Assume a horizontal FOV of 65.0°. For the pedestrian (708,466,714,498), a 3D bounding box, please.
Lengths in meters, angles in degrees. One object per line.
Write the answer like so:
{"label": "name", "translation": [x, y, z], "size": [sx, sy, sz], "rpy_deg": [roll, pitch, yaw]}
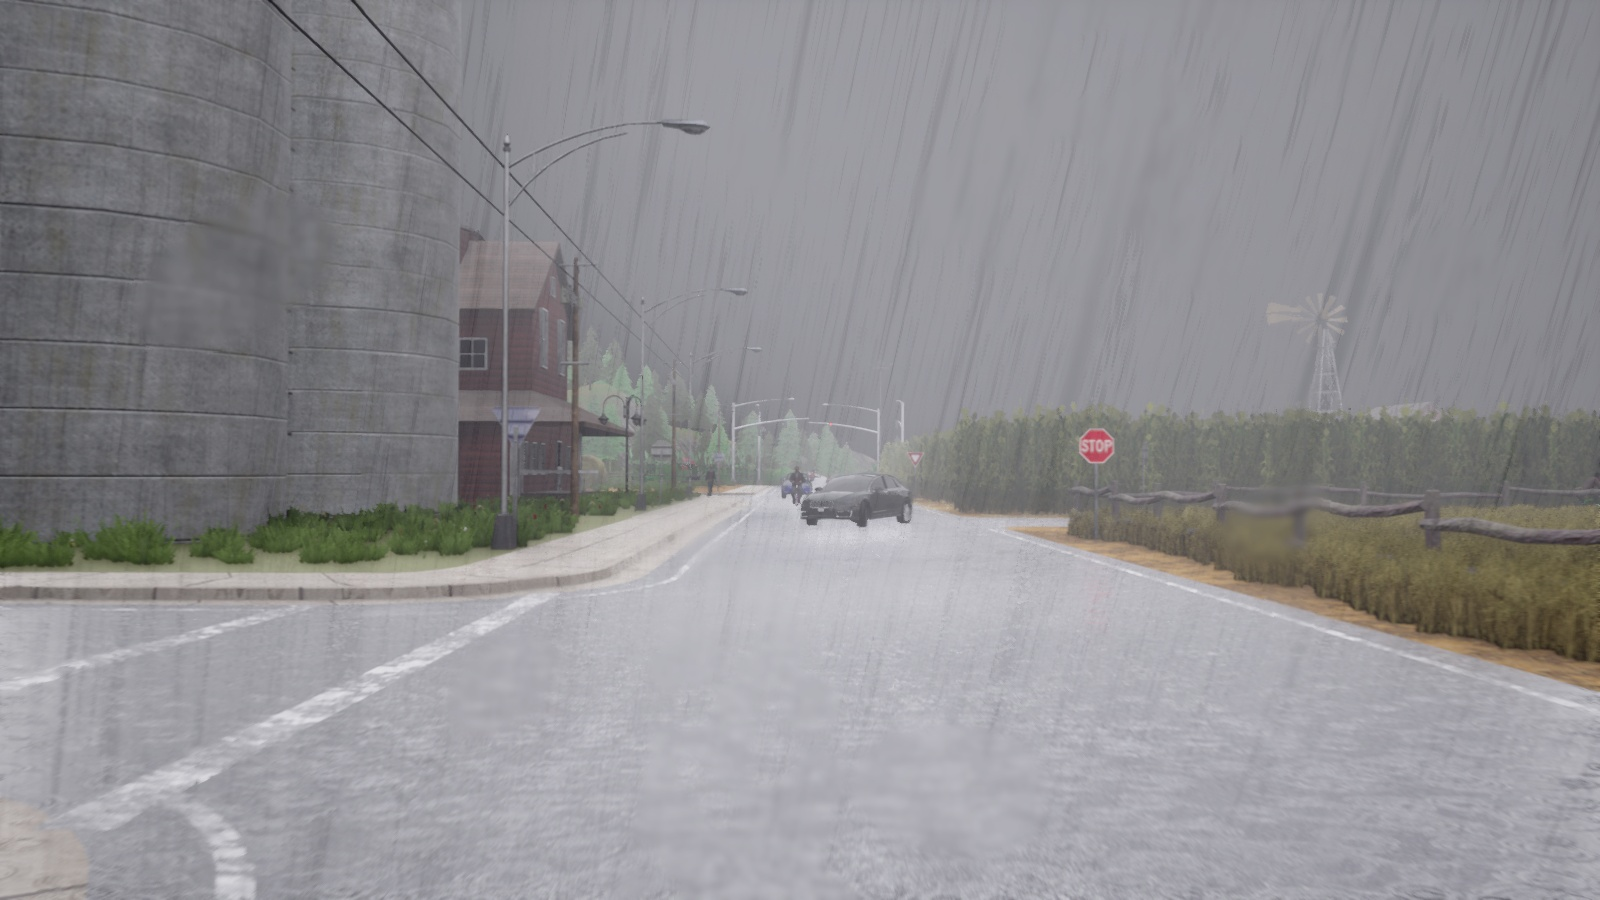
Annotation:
{"label": "pedestrian", "translation": [-5.186, 1.835, 73.135], "size": [0.376, 1.854, 0.720], "rpy_deg": [0, -1, -4]}

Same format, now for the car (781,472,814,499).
{"label": "car", "translation": [-0.133, 2.014, 71.367], "size": [1.816, 1.474, 4.193], "rpy_deg": [0, -1, 0]}

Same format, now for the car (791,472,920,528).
{"label": "car", "translation": [1.714, 1.426, 36.670], "size": [1.837, 1.490, 4.892], "rpy_deg": [-2, -1, 28]}
